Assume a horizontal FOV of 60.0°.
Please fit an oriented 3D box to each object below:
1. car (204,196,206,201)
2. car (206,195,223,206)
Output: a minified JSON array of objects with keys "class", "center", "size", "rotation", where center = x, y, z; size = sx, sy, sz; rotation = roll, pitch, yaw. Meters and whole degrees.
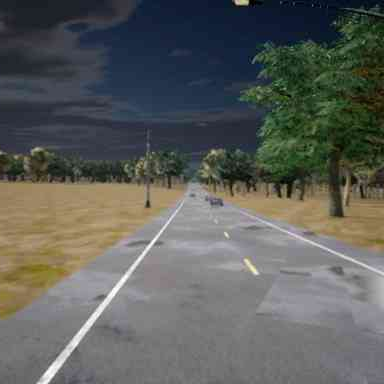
[{"class":"car","center":[3.647,1.239,70.221],"size":[2.033,1.411,5.357],"rotation":[0,1,0]},{"class":"car","center":[3.706,1.330,51.394],"size":[2.128,1.511,4.902],"rotation":[0,0,0]}]
